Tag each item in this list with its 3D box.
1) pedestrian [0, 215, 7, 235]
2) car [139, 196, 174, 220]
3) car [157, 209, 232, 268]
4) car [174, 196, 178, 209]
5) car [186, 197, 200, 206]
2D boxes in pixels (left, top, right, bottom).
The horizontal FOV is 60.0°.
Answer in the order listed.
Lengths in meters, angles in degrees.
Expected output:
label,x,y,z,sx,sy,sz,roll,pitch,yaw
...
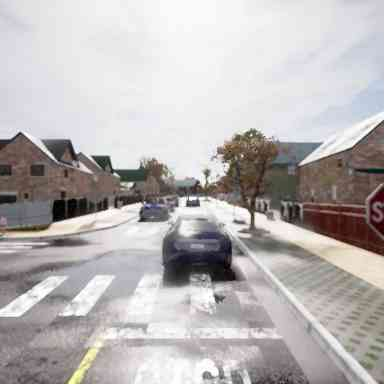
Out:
label,x,y,z,sx,sy,sz,roll,pitch,yaw
pedestrian,-9.897,1.706,17.486,0.500,1.100,0.500,0,-1,5
car,-2.828,1.212,26.138,2.097,1.767,4.553,0,0,0
car,0.142,1.439,10.772,1.994,1.385,4.181,2,-1,0
car,-2.815,1.324,36.244,1.837,1.490,4.892,0,0,0
car,0.131,1.348,48.649,1.994,1.385,4.181,0,0,0
